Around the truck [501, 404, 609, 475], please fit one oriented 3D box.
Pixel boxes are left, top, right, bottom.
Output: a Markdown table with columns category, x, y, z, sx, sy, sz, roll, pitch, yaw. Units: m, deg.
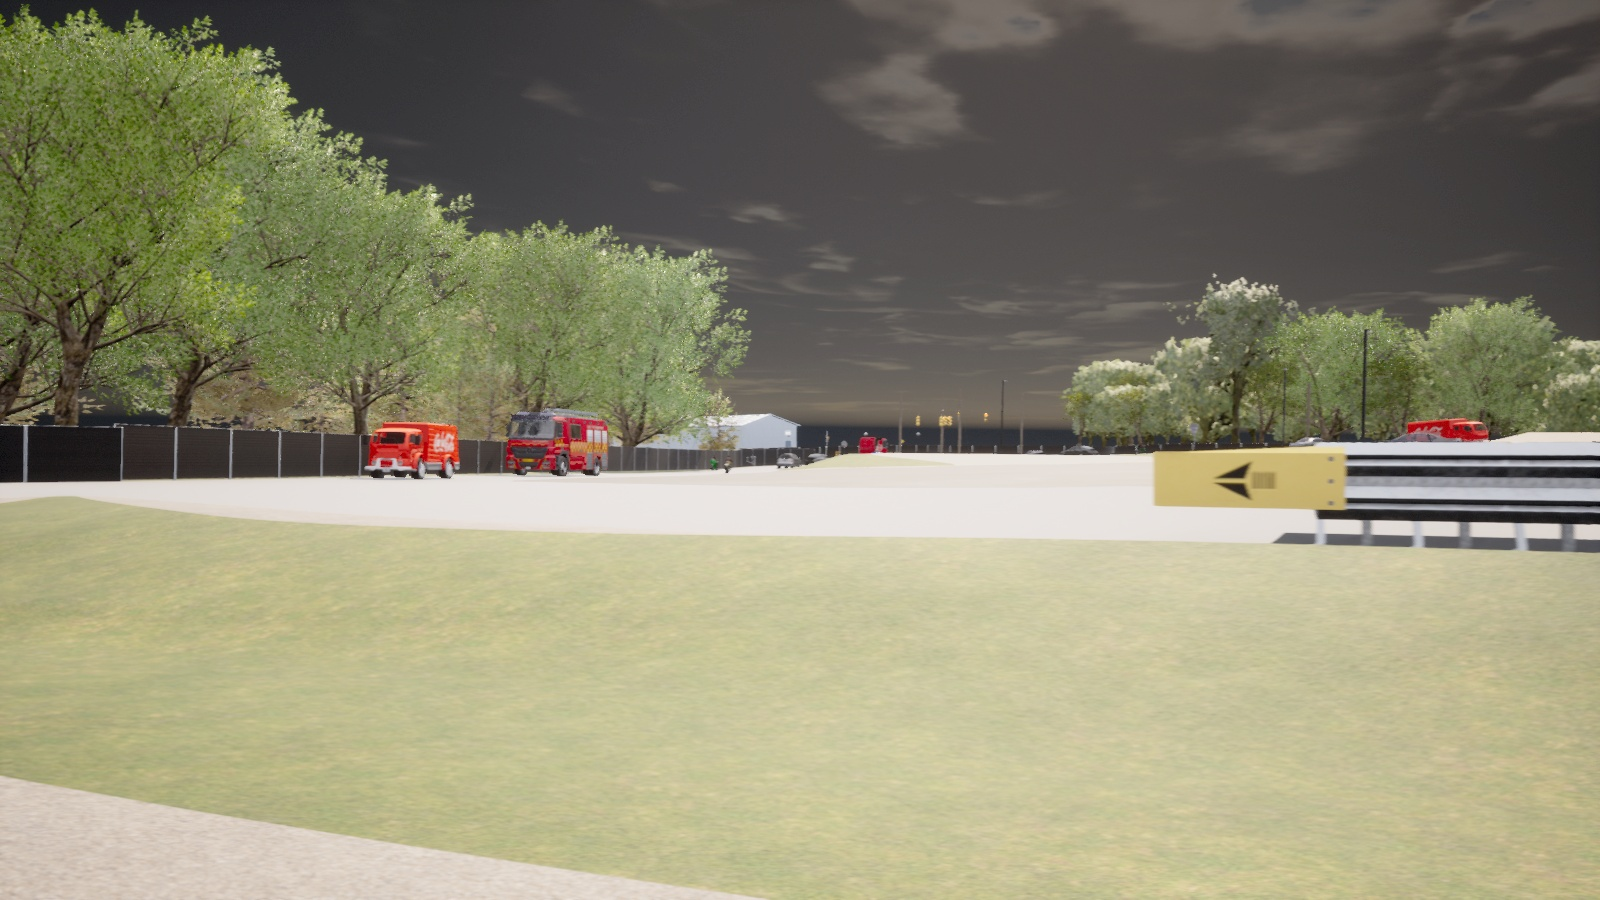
| category | x | y | z | sx | sy | sz | roll | pitch | yaw |
| --- | --- | --- | --- | --- | --- | --- | --- | --- | --- |
| truck | -14.041 | -0.512 | 72.739 | 2.891 | 3.827 | 8.468 | 1 | -1 | 13 |

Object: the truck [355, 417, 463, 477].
| category | x | y | z | sx | sy | sz | roll | pitch | yaw |
| --- | --- | --- | --- | --- | --- | --- | --- | --- | --- |
| truck | -17.051 | -0.092 | 55.095 | 2.627 | 2.467 | 5.204 | 1 | -1 | 6 |

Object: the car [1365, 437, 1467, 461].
| category | x | y | z | sx | sy | sz | roll | pitch | yaw |
| --- | --- | --- | --- | --- | --- | --- | --- | --- | --- |
| car | 38.512 | -0.037 | 78.587 | 5.357 | 1.411 | 2.033 | -2 | -1 | 38 |
